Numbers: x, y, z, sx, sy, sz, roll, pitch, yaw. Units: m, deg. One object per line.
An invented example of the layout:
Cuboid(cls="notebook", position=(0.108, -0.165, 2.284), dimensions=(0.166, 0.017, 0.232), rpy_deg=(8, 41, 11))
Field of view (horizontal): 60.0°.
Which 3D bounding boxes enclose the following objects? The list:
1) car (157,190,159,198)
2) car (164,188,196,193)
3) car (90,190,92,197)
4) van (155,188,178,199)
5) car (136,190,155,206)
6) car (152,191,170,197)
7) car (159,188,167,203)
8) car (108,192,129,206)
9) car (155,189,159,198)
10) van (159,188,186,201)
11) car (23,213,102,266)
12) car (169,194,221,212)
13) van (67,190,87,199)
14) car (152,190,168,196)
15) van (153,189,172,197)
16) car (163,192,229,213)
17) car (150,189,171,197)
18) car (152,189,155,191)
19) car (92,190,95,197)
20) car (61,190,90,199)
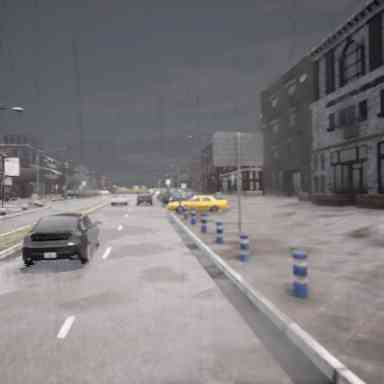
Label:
Cuboid(cls="car", position=(-2.188, 0.682, 47.773), dimensions=(4.892, 1.521, 2.231), rpy_deg=(-1, 1, -8))
Cuboid(cls="car", position=(-0.199, 0.769, 34.137), dimensions=(4.553, 1.767, 2.185), rpy_deg=(-1, 1, -8))
Cuboid(cls="car", position=(-28.180, 0.812, 82.983), dimensions=(4.792, 1.488, 2.163), rpy_deg=(-1, 1, -8))
Cuboid(cls="van", position=(-5.152, 0.310, 66.837), dimensions=(4.442, 1.987, 1.878), rpy_deg=(-1, 0, -8))
Cuboid(cls="car", position=(-5.823, 0.866, 40.989), dimensions=(1.837, 1.490, 4.892), rpy_deg=(-1, 1, -8))
Cuboid(cls="car", position=(-8.307, 0.458, 88.675), dimensions=(4.792, 1.488, 2.163), rpy_deg=(-1, 1, -8))
Cuboid(cls="car", position=(-0.546, 0.593, 36.868), dimensions=(5.566, 2.045, 2.435), rpy_deg=(-1, 1, -8))
Cuboid(cls="car", position=(-8.874, 1.002, 41.155), dimensions=(1.895, 1.301, 4.718), rpy_deg=(-1, 1, -8))
Cuboid(cls="car", position=(-3.000, 0.621, 53.224), dimensions=(5.008, 1.535, 2.097), rpy_deg=(-1, 1, -8))
Cuboid(cls="van", position=(-3.283, 0.370, 55.844), dimensions=(4.442, 1.987, 1.878), rpy_deg=(-1, 1, -8))
Cuboid(cls="car", position=(-4.370, 1.488, 11.684), dimensions=(1.837, 1.490, 4.892), rpy_deg=(-1, 1, -10))
Cuboid(cls="car", position=(0.244, 0.988, 31.420), dimensions=(4.674, 1.452, 2.002), rpy_deg=(-1, 1, -8))
Cuboid(cls="van", position=(-27.681, 0.573, 80.117), dimensions=(4.442, 1.987, 1.878), rpy_deg=(-1, 0, -8))
Cuboid(cls="car", position=(-9.062, 0.259, 94.139), dimensions=(4.553, 1.767, 2.185), rpy_deg=(-1, 1, -8))
Cuboid(cls="van", position=(-7.355, 0.237, 83.236), dimensions=(4.442, 1.987, 1.878), rpy_deg=(-1, 1, -8))
Cuboid(cls="car", position=(0.463, 1.005, 28.665), dimensions=(5.366, 1.575, 1.946), rpy_deg=(-1, 1, -8))
Cuboid(cls="car", position=(-8.716, 0.157, 91.400), dimensions=(5.566, 2.045, 2.435), rpy_deg=(-1, 1, -8))
Cuboid(cls="car", position=(-4.255, 0.307, 61.398), dimensions=(5.566, 2.045, 2.435), rpy_deg=(-1, 0, -8))
Cuboid(cls="car", position=(-28.618, 0.513, 85.599), dimensions=(5.566, 2.045, 2.435), rpy_deg=(-1, 1, -8))
Cuboid(cls="car", position=(-27.431, 0.566, 77.347), dimensions=(5.566, 2.045, 2.435), rpy_deg=(-1, 0, -8))
